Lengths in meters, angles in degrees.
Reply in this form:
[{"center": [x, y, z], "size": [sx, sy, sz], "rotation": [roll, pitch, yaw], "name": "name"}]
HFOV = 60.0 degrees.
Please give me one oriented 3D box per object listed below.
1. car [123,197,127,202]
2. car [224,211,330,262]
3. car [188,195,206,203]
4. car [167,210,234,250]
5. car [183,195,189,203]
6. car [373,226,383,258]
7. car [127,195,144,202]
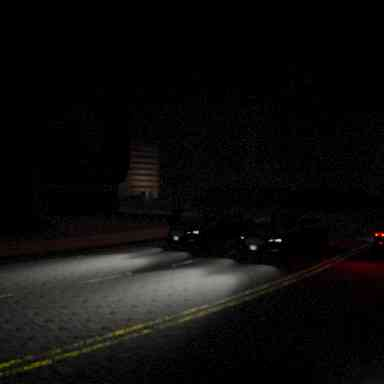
[{"center": [-16.869, 1.726, 92.274], "size": [1.932, 1.855, 4.605], "rotation": [0, 0, 43], "name": "car"}, {"center": [3.643, 1.562, 12.687], "size": [2.128, 1.511, 4.902], "rotation": [0, -1, 42], "name": "car"}, {"center": [1.697, 1.834, 74.919], "size": [1.970, 1.475, 3.806], "rotation": [0, 0, 43], "name": "car"}, {"center": [1.019, 1.580, 15.000], "size": [2.128, 1.511, 4.902], "rotation": [0, -1, 42], "name": "car"}, {"center": [-0.413, 1.610, 76.903], "size": [1.905, 1.878, 3.866], "rotation": [0, 0, 43], "name": "car"}, {"center": [8.042, 1.586, 12.127], "size": [1.812, 1.442, 4.674], "rotation": [0, -1, 42], "name": "car"}, {"center": [-14.790, 1.713, 90.260], "size": [1.905, 1.878, 3.866], "rotation": [0, 0, 43], "name": "car"}]
